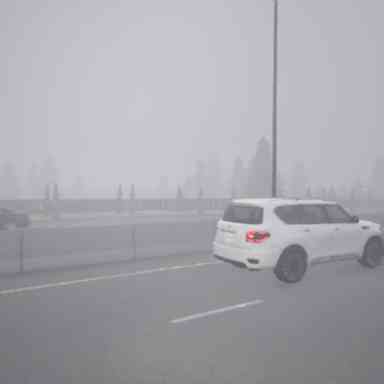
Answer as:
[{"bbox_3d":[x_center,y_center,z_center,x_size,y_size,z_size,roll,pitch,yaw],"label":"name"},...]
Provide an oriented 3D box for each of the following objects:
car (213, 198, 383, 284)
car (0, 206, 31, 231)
[{"bbox_3d":[3.242,1.204,9.675,5.566,2.045,2.150,0,0,-30],"label":"car"},{"bbox_3d":[-11.178,1.408,17.297,5.008,1.535,1.882,0,0,-34],"label":"car"}]
